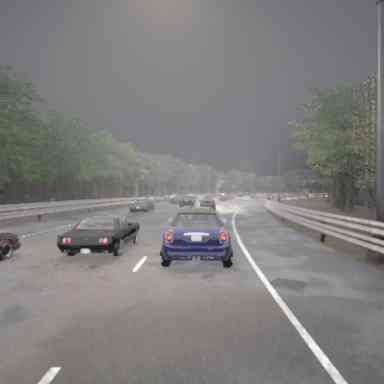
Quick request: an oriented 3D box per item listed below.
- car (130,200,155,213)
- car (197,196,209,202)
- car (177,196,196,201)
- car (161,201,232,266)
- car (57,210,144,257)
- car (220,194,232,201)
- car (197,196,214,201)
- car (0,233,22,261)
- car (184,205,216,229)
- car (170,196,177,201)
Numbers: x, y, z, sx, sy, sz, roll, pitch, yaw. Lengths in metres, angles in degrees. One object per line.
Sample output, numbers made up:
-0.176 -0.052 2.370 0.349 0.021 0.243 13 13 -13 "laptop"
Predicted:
-5.396 1.555 36.407 1.994 1.385 4.181 0 0 5 "car"
2.414 1.532 71.813 1.895 1.301 4.718 0 0 9 "car"
-0.504 1.345 50.175 2.097 1.767 4.553 0 0 7 "car"
0.186 1.353 11.678 2.097 1.767 4.553 0 0 2 "car"
-3.325 1.595 12.887 1.895 1.301 4.718 0 0 2 "car"
8.066 1.437 83.495 2.128 1.511 4.902 0 0 11 "car"
2.052 1.510 41.776 1.837 1.490 4.892 0 0 6 "car"
-6.971 1.534 9.178 2.033 1.411 5.357 0 0 2 "car"
0.605 1.604 22.516 1.895 1.301 4.718 0 0 3 "car"
-2.769 1.496 61.425 2.033 1.411 5.357 0 0 9 "car"
